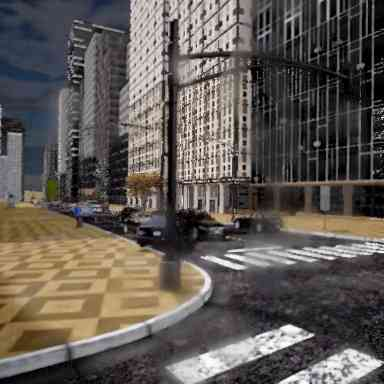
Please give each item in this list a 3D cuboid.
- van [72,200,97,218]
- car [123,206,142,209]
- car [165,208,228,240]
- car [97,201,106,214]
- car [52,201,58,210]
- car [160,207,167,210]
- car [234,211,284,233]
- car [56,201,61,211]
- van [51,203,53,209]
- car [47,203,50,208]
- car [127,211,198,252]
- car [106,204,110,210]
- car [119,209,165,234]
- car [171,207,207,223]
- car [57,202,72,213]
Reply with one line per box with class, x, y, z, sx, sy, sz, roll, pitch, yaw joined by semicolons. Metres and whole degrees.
van;-12.980;2.171;40.015;1.690;1.788;3.998;0;-1;-27
car;-5.342;2.135;30.687;1.837;1.490;4.892;1;0;-27
car;0.269;1.914;19.593;1.812;1.442;4.674;1;-2;-27
car;-15.119;2.298;50.226;2.150;2.045;5.566;1;-2;-27
car;-25.675;2.958;65.101;1.887;1.381;4.507;0;-1;-27
car;-2.961;2.419;38.774;1.947;1.339;4.313;0;-1;-27
car;4.657;2.068;23.719;2.008;1.369;4.403;0;-1;-27
car;-23.059;2.816;59.932;1.752;1.417;4.829;0;-1;-27
van;-28.216;2.873;70.122;1.690;1.788;3.998;0;-1;-27
car;-33.293;3.316;80.154;1.887;1.381;4.507;0;-1;-27
car;-1.120;1.781;15.367;2.033;1.411;5.357;2;-3;5
car;-18.197;3.132;68.882;1.802;1.307;4.206;0;-1;-27
car;-2.820;1.931;19.938;2.008;1.369;4.403;0;-1;-27
car;-0.422;2.306;33.756;1.947;1.339;4.313;0;-1;-27
car;-20.596;2.728;55.065;2.008;1.369;4.403;0;-1;-27
